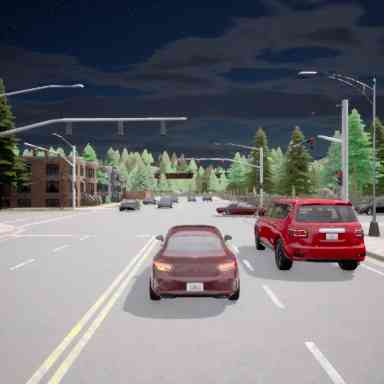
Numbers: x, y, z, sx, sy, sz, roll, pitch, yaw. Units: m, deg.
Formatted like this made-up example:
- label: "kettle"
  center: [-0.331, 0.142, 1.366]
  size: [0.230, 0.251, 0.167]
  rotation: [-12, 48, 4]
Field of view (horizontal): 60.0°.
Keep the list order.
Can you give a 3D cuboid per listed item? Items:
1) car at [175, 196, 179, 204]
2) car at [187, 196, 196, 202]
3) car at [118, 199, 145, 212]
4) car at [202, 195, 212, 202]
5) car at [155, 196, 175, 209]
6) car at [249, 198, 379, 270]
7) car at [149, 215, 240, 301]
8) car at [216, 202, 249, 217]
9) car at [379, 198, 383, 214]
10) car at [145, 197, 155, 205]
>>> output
- label: "car"
  center: [-3.647, 1.506, 65.010]
  size: [1.837, 1.490, 4.892]
  rotation: [0, 0, 0]
- label: "car"
  center: [-0.119, 1.553, 74.618]
  size: [1.994, 1.385, 4.181]
  rotation: [0, 0, 0]
- label: "car"
  center: [-7.165, 1.547, 38.715]
  size: [2.033, 1.411, 5.357]
  rotation: [0, 0, 0]
- label: "car"
  center: [3.389, 1.355, 74.389]
  size: [2.097, 1.767, 4.553]
  rotation: [0, 0, 0]
- label: "car"
  center: [-3.607, 1.504, 44.780]
  size: [1.837, 1.490, 4.892]
  rotation: [0, 0, -2]
- label: "car"
  center: [3.558, 1.221, 11.107]
  size: [2.150, 2.045, 5.566]
  rotation: [0, 0, 0]
- label: "car"
  center: [0.050, 1.526, 8.227]
  size: [1.812, 1.442, 4.674]
  rotation: [0, 0, 0]
- label: "car"
  center: [4.628, 1.601, 29.856]
  size: [4.718, 1.301, 1.895]
  rotation: [0, 0, 25]
- label: "car"
  center: [18.275, 1.352, 32.491]
  size: [4.553, 1.767, 2.097]
  rotation: [0, 0, 0]
- label: "car"
  center: [-7.179, 1.563, 56.443]
  size: [1.994, 1.385, 4.181]
  rotation: [0, 0, 0]
